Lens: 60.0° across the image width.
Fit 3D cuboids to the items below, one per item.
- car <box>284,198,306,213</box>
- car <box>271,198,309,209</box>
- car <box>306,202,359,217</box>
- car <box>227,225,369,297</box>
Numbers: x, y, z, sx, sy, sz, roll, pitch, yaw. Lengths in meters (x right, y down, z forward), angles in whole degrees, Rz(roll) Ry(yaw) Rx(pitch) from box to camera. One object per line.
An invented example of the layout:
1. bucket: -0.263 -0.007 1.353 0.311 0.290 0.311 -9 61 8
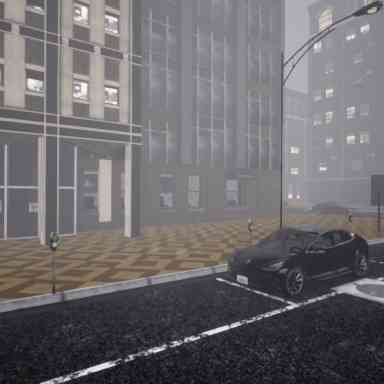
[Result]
1. car: 9.754 1.466 34.749 1.752 1.417 4.829 0 0 -36
2. car: 13.059 1.498 44.513 1.752 1.417 4.829 0 0 -36
3. car: 12.956 1.533 30.287 1.802 1.307 4.206 0 0 -36
4. car: 2.888 1.567 8.621 4.313 1.339 1.947 0 0 -36
